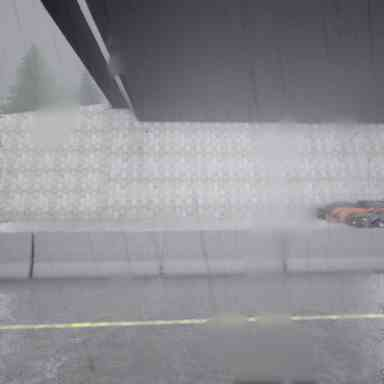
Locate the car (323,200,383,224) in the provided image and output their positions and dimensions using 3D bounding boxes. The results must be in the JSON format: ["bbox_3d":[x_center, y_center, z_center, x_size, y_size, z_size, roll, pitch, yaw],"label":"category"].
[{"bbox_3d":[11.762,1.315,22.525,4.553,1.767,2.097,0,0,-4],"label":"car"}]

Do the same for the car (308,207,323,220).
[{"bbox_3d":[11.607,1.469,26.022,4.892,1.490,1.837,0,0,-4],"label":"car"}]

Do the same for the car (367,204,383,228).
[{"bbox_3d":[11.233,1.455,15.467,4.902,1.511,2.128,0,0,-4],"label":"car"}]

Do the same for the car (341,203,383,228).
[{"bbox_3d":[11.185,1.528,18.973,4.181,1.385,1.994,0,0,-4],"label":"car"}]
